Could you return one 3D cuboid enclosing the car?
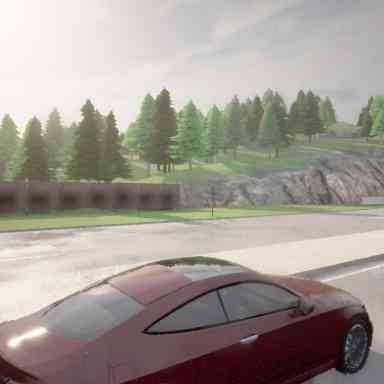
[{"bbox_3d":[0.238,1.526,3.916,4.674,1.442,1.812,0,0,-36],"label":"car"}]
